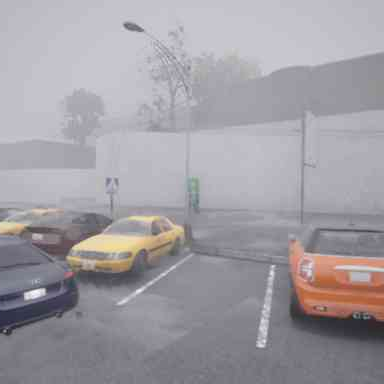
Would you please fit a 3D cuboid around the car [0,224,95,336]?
[{"bbox_3d":[-4.033,1.518,6.258,4.181,1.385,1.994,1,0,36],"label":"car"}]

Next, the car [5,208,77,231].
[{"bbox_3d":[-4.106,1.448,12.449,2.163,1.488,4.792,0,0,16],"label":"car"}]

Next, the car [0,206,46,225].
[{"bbox_3d":[-6.586,1.390,13.974,1.946,1.575,5.366,1,0,16],"label":"car"}]

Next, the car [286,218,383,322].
[{"bbox_3d":[3.165,1.357,7.193,2.185,1.767,4.553,0,-1,15],"label":"car"}]

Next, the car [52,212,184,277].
[{"bbox_3d":[-1.730,1.437,10.507,1.946,1.575,5.366,1,0,16],"label":"car"}]
